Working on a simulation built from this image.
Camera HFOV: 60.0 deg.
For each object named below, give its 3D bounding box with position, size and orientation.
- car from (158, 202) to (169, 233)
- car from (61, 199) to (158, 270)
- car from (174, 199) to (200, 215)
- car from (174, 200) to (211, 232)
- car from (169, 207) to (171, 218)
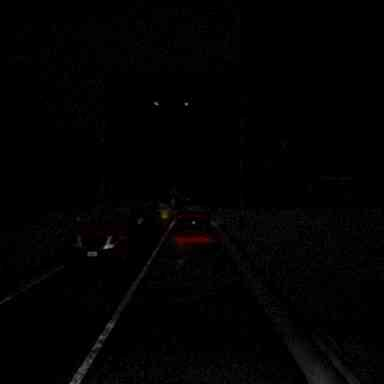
[{"bbox_3d":[-2.615,1.310,16.791,2.192,1.841,5.009,1,0,0],"label":"car"},{"bbox_3d":[-2.615,1.311,11.259,2.192,1.841,5.009,1,0,0],"label":"car"},{"bbox_3d":[-0.594,1.533,34.395,1.994,1.385,4.181,0,1,-11],"label":"car"},{"bbox_3d":[0.085,1.473,19.968,1.882,1.535,5.008,0,0,0],"label":"car"},{"bbox_3d":[-2.620,1.521,27.686,1.752,1.417,4.829,1,0,0],"label":"car"}]
